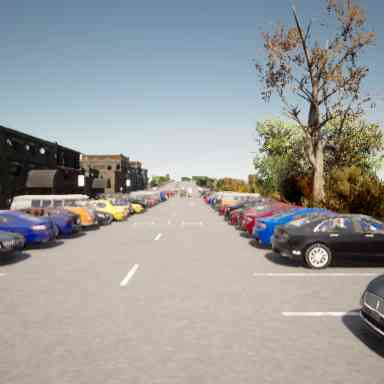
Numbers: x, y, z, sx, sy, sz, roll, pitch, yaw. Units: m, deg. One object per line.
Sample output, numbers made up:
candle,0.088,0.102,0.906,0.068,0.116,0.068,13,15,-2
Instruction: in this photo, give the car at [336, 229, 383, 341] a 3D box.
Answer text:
car,4.914,1.425,4.500,4.892,1.521,2.231,0,0,0

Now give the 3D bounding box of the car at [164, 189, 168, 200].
car,-7.693,0.930,60.944,5.566,2.045,2.435,0,1,0

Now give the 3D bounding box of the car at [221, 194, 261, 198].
car,4.934,1.274,27.214,4.553,1.767,2.185,0,0,0

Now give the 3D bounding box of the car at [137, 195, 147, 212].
car,-7.479,1.388,32.673,5.366,1.575,1.946,0,0,0

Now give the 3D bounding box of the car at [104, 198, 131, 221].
car,-7.479,1.399,24.195,5.366,1.575,1.946,0,0,0

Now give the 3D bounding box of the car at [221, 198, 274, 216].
car,4.898,1.403,24.390,5.008,1.535,2.097,0,0,0

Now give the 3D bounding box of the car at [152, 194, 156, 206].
car,-7.670,1.378,43.975,5.008,1.535,2.097,0,0,0

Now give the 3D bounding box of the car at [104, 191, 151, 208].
car,-7.636,1.137,35.498,5.566,2.045,2.435,0,0,0

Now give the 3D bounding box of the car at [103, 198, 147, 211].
car,-7.662,1.425,38.324,4.674,1.452,2.002,0,0,0

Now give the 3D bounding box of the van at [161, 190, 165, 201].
van,-7.548,1.008,58.120,4.442,1.987,1.878,0,1,0

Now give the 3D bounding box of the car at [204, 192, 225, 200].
car,4.883,0.843,72.283,4.553,1.767,2.185,0,1,0

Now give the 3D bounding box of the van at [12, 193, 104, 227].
van,-7.548,1.183,18.544,4.442,1.987,1.878,0,0,0

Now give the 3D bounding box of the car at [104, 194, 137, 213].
car,-7.633,1.269,29.847,4.553,1.767,2.185,0,0,0

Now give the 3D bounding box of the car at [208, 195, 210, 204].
car,4.939,1.409,44.029,4.792,1.488,2.163,0,0,0

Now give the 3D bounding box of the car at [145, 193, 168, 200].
car,-7.662,1.008,72.251,4.674,1.452,2.002,0,1,0

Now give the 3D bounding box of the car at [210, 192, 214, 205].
car,4.875,1.257,41.331,4.553,1.767,2.185,0,0,0

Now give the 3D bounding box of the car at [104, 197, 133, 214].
car,-7.850,1.395,27.021,5.366,1.575,1.946,0,0,0

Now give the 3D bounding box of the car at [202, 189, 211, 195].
car,4.883,1.034,55.466,5.566,2.045,2.435,0,1,0

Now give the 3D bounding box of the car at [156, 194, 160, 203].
car,-7.662,1.406,49.636,4.674,1.452,2.002,0,0,0

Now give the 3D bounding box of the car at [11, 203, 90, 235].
car,-7.694,1.442,15.718,4.792,1.488,2.163,0,0,0

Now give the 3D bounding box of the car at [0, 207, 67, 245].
car,-7.662,1.456,12.893,4.674,1.452,2.002,0,0,0

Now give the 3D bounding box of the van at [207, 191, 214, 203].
van,4.789,1.150,46.855,4.442,1.987,1.878,0,0,0

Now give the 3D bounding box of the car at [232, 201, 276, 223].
car,4.933,1.439,18.619,4.792,1.488,2.163,0,0,0

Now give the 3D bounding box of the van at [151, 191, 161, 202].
van,-7.548,1.109,52.590,4.442,1.987,1.878,0,1,0

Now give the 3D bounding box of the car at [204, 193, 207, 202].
car,4.905,1.335,52.636,5.008,1.535,2.097,0,1,0

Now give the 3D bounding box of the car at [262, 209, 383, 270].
car,4.900,1.421,10.147,4.892,1.521,2.231,0,0,0

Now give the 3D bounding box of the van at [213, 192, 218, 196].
van,5.023,1.160,38.384,4.442,1.987,1.878,0,0,0

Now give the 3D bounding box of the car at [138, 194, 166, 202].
car,-7.659,1.128,63.775,5.008,1.535,2.097,0,1,0

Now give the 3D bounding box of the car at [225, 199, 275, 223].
car,4.908,1.406,21.567,5.008,1.535,2.097,0,0,0

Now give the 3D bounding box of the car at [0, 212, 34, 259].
car,-7.667,1.459,10.067,4.674,1.452,2.002,0,0,0

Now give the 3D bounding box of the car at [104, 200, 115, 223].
car,-7.667,1.445,21.370,4.674,1.452,2.002,0,0,0

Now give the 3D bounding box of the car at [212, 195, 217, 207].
car,4.911,1.390,35.560,4.892,1.521,2.231,0,0,0

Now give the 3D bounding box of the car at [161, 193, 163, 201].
car,-7.662,1.328,55.300,4.674,1.452,2.002,0,1,0

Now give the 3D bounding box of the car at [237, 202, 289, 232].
car,4.899,1.413,15.795,5.008,1.535,2.097,0,0,0

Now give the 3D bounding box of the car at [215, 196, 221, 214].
car,4.909,1.396,30.037,5.008,1.535,2.097,0,0,0

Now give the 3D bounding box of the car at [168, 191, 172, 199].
car,-7.479,1.018,69.425,5.366,1.575,1.946,0,1,0

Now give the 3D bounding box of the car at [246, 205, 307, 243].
car,4.899,1.417,12.971,5.008,1.535,2.097,0,0,0

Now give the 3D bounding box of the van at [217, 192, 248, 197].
van,5.019,1.167,32.734,4.442,1.987,1.878,0,0,0
